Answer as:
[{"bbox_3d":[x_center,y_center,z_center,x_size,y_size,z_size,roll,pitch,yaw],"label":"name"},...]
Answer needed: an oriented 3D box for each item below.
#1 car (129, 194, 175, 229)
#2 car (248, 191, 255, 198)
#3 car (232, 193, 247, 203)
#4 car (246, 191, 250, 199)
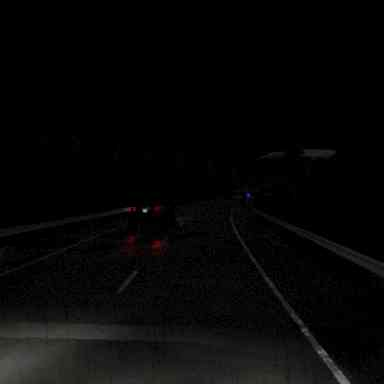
[{"bbox_3d":[-2.443,1.152,21.469,2.150,2.045,5.566,0,0,5],"label":"car"},{"bbox_3d":[16.100,0.831,92.543,2.150,2.045,5.566,0,0,19],"label":"car"},{"bbox_3d":[8.784,1.288,63.251,1.882,1.535,5.008,0,0,13],"label":"car"},{"bbox_3d":[11.794,1.138,79.453,2.128,1.511,4.902,0,0,17],"label":"car"}]
